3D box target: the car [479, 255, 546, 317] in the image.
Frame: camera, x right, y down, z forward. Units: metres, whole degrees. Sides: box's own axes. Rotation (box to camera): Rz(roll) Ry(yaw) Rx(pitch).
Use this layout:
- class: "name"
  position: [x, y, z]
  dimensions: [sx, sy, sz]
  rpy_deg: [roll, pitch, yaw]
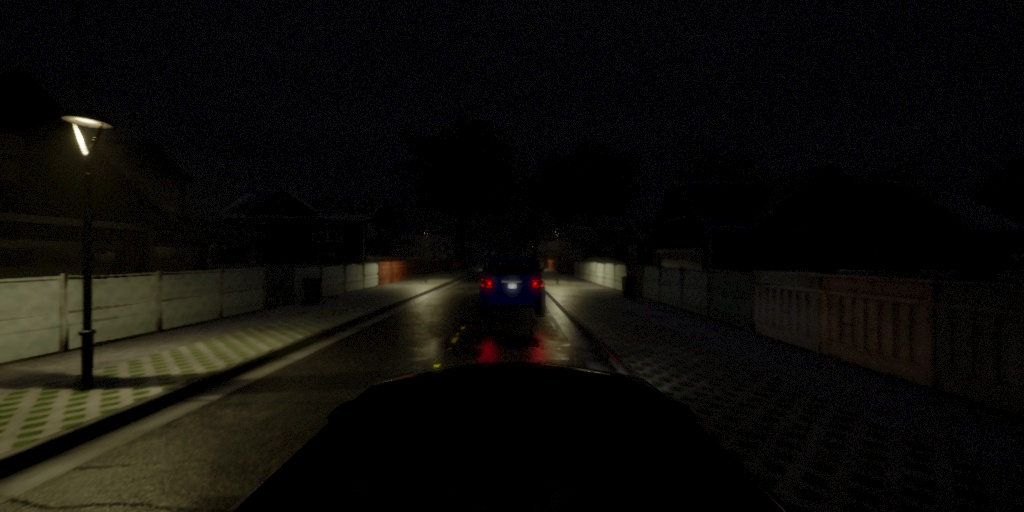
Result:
- class: "car"
  position: [0.034, 0.998, 13.470]
  dimensions: [2.150, 2.045, 5.566]
  rpy_deg: [0, 0, 0]

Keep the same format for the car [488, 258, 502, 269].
- class: "car"
  position: [-2.782, 1.255, 60.650]
  dimensions: [2.097, 1.767, 4.553]
  rpy_deg: [0, 0, 1]
